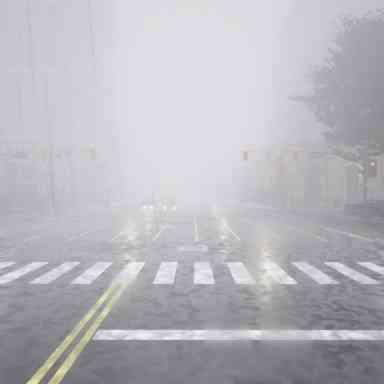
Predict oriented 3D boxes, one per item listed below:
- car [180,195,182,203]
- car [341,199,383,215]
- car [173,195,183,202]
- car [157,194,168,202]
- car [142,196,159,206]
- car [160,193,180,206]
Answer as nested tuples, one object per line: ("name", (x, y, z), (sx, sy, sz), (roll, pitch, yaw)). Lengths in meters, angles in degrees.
("car", (-3.448, 1.224, 67.352), (2.150, 2.045, 5.566), (0, 0, 1))
("car", (17.444, 1.491, 32.961), (4.902, 1.511, 2.128), (0, 0, 2))
("car", (-3.320, 1.524, 77.706), (2.128, 1.511, 4.902), (0, 0, 1))
("car", (-6.821, 1.353, 77.574), (2.097, 1.767, 4.553), (0, 0, 1))
("car", (-7.075, 1.563, 55.322), (1.994, 1.385, 4.181), (0, 0, 0))
("car", (-3.576, 1.351, 54.974), (2.097, 1.767, 4.553), (0, 0, 0))
